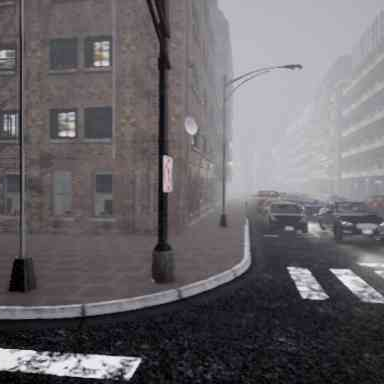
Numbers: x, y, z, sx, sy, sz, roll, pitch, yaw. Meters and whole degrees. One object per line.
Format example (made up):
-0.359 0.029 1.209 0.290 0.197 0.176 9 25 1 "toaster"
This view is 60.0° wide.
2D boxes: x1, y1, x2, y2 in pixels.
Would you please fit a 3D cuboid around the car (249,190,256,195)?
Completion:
16.289 0.030 89.628 1.947 1.339 4.313 0 1 9 "car"

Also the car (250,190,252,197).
8.202 0.701 39.135 1.967 1.590 4.097 0 1 9 "car"

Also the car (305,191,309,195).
20.070 0.538 60.254 2.008 1.369 4.403 0 1 9 "car"

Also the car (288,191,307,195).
9.975 0.930 33.767 1.994 1.385 4.181 1 1 9 "car"

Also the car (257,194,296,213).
5.478 1.061 22.138 1.752 1.417 4.829 0 1 9 "car"

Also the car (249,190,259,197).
13.593 0.278 72.797 2.008 1.369 4.403 0 1 9 "car"

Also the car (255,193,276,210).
7.275 0.879 33.358 1.752 1.417 4.829 0 1 9 "car"

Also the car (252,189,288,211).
6.404 0.757 27.912 2.192 1.841 5.009 0 1 9 "car"

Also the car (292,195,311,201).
8.386 1.126 23.918 1.895 1.301 4.718 1 1 9 "car"

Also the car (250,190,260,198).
12.694 0.366 67.187 2.008 1.369 4.403 0 1 9 "car"

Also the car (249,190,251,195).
9.999 0.522 50.355 1.967 1.590 4.097 0 1 9 "car"

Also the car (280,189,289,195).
24.565 -0.012 88.304 1.967 1.590 4.097 0 1 9 "car"

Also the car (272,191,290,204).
11.601 0.686 43.641 1.882 1.535 5.008 1 1 9 "car"

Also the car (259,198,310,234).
4.606 1.190 16.696 1.947 1.339 4.313 0 1 9 "car"

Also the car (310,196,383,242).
6.924 1.167 14.734 2.128 1.511 4.902 1 1 10 "car"

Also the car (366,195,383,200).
14.679 0.965 26.592 1.967 1.590 4.097 0 1 9 "car"

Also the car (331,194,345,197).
16.476 0.926 37.815 1.802 1.307 4.206 0 1 9 "car"
